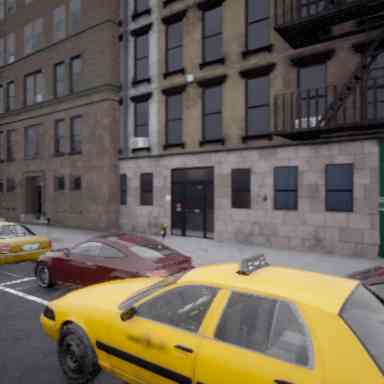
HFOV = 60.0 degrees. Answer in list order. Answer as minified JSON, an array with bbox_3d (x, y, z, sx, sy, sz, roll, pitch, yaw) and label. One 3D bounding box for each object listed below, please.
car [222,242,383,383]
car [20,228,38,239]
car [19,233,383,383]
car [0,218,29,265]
[{"bbox_3d":[2.666,1.589,4.284,4.206,1.307,1.802,0,0,36],"label":"car"},{"bbox_3d":[-1.823,1.586,7.492,4.206,1.307,1.802,0,0,36],"label":"car"},{"bbox_3d":[0.404,1.459,3.672,5.366,1.575,1.801,0,0,36],"label":"car"},{"bbox_3d":[-6.451,1.528,10.800,4.829,1.417,1.752,0,0,36],"label":"car"}]
